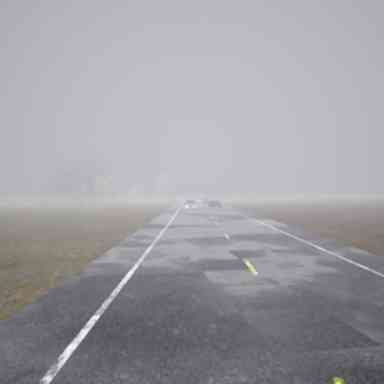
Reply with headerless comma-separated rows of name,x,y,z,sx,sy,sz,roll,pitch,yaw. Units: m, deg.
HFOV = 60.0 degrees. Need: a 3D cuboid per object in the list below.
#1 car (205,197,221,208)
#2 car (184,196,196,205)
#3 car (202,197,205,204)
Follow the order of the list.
car,3.493,1.707,52.351,1.882,1.535,5.008,0,0,-1
car,-0.268,1.862,64.568,1.895,1.301,4.718,0,0,-1
car,3.129,1.847,71.297,2.128,1.511,4.902,0,0,-1
